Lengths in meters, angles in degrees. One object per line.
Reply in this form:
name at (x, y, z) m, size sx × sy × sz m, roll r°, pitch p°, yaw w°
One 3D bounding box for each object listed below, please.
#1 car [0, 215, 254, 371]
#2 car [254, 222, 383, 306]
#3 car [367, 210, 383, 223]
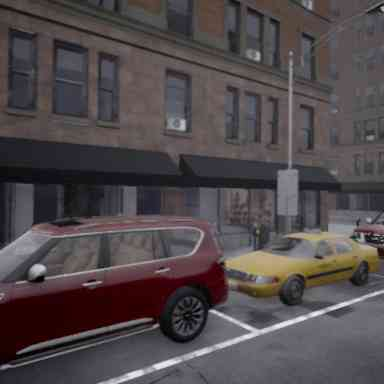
car at (-1.691, 1.331, 4.993) m, size 5.009 × 1.841 × 2.192 m, roll 1°, pitch 0°, yaw -35°
car at (2.792, 1.605, 8.186) m, size 4.829 × 1.417 × 1.752 m, roll 1°, pitch 0°, yaw -35°
car at (7.559, 1.461, 11.580) m, size 5.009 × 1.841 × 2.192 m, roll 1°, pitch 0°, yaw -35°
